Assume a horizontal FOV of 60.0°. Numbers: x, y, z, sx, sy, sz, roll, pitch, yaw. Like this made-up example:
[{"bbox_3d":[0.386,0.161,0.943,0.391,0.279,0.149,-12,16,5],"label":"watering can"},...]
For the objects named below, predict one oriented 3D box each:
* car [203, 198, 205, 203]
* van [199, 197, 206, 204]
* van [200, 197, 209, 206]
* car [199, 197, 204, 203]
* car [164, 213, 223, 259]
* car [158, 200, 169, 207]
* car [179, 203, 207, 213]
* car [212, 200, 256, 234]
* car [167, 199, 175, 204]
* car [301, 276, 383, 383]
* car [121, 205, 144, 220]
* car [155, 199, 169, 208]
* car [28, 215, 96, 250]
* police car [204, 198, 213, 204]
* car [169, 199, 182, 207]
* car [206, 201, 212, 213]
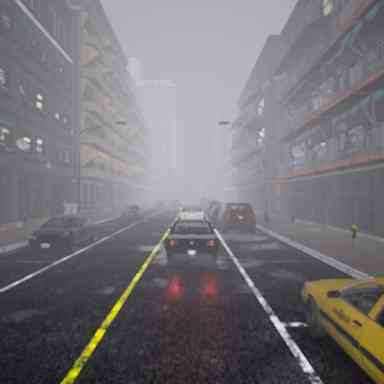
[{"bbox_3d":[3.139,2.022,52.370,1.882,1.535,5.008,0,-1,0],"label":"car"},{"bbox_3d":[2.693,2.278,88.957,1.690,1.788,3.998,0,-1,0],"label":"van"},{"bbox_3d":[2.693,2.093,71.911,1.690,1.788,3.998,0,-1,0],"label":"van"},{"bbox_3d":[2.693,2.006,66.229,2.192,1.841,5.009,0,-1,0],"label":"car"},{"bbox_3d":[0.014,1.738,13.251,1.895,1.301,4.718,0,-1,0],"label":"car"},{"bbox_3d":[-5.688,2.273,66.224,1.802,1.307,4.206,0,-1,0],"label":"car"},{"bbox_3d":[0.014,1.893,28.256,1.895,1.301,4.718,0,-1,0],"label":"car"},{"bbox_3d":[2.694,1.529,20.773,2.192,1.841,5.009,0,-1,0],"label":"car"},{"bbox_3d":[-5.688,2.481,88.953,1.887,1.381,4.507,0,-1,0],"label":"car"},{"bbox_3d":[2.693,1.567,3.893,1.752,1.417,4.829,0,-1,0],"label":"car"},{"bbox_3d":[-5.688,1.914,32.131,1.802,1.307,4.206,0,-1,0],"label":"car"},{"bbox_3d":[-5.687,2.175,60.542,1.887,1.381,4.507,0,-1,0],"label":"car"},{"bbox_3d":[-5.688,1.722,15.085,1.947,1.339,4.313,0,-1,0],"label":"car"},{"bbox_3d":[3.133,1.897,45.481,1.930,1.638,5.238,0,-1,0],"label":"police car"},{"bbox_3d":[-3.025,2.151,64.546,1.882,1.535,5.008,0,-1,1],"label":"car"},{"bbox_3d":[2.693,1.883,32.135,2.008,1.369,4.403,0,-1,0],"label":"car"}]
